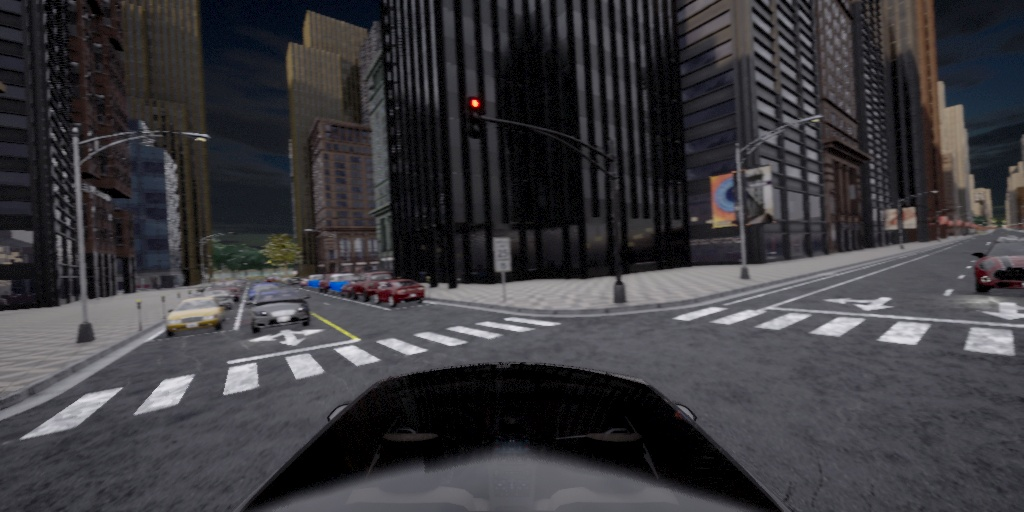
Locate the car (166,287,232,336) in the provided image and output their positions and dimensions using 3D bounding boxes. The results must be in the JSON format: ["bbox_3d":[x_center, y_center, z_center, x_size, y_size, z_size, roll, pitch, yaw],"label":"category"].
[{"bbox_3d":[-13.149,2.348,15.131,1.751,1.417,4.829,0,0,-36],"label":"car"}]

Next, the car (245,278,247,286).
[{"bbox_3d":[-39.255,4.367,50.889,1.967,1.591,4.097,0,0,-36],"label":"car"}]

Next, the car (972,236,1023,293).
[{"bbox_3d":[17.085,0.201,11.900,4.553,1.767,2.097,-2,-1,-36],"label":"car"}]

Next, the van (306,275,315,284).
[{"bbox_3d":[-24.322,3.250,44.944,1.690,1.789,3.998,0,0,-36],"label":"van"}]

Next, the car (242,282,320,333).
[{"bbox_3d":[-9.508,2.067,14.596,2.128,1.511,4.902,-3,-1,-37],"label":"car"}]

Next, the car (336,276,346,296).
[{"bbox_3d":[-12.355,2.522,28.512,1.802,1.307,4.207,0,0,-36],"label":"car"}]

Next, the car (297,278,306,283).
[{"bbox_3d":[-30.044,3.952,52.718,1.802,1.307,4.207,0,0,-36],"label":"car"}]

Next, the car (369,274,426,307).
[{"bbox_3d":[-6.372,1.999,20.297,1.888,1.381,4.507,0,0,-36],"label":"car"}]

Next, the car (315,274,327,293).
[{"bbox_3d":[-18.338,2.740,36.728,2.192,1.841,5.009,0,0,-36],"label":"car"}]

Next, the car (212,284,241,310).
[{"bbox_3d":[-19.005,2.841,23.152,2.007,1.370,4.403,0,0,-36],"label":"car"}]

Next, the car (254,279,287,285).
[{"bbox_3d":[-17.962,2.740,26.186,1.882,1.535,5.008,-3,-1,-36],"label":"car"}]

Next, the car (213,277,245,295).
[{"bbox_3d":[-24.761,3.072,31.036,2.192,1.841,5.009,0,0,-36],"label":"car"}]

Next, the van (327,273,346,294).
[{"bbox_3d":[-15.347,2.524,32.620,1.690,1.789,3.998,0,0,-36],"label":"van"}]

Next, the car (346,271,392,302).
[{"bbox_3d":[-9.363,2.012,24.405,2.192,1.841,5.009,0,0,-36],"label":"car"}]
